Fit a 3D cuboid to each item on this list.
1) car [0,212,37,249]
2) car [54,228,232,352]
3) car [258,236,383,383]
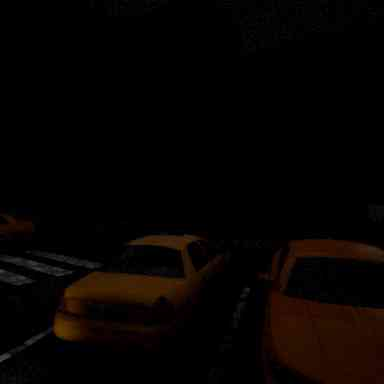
[{"bbox_3d":[-7.805,1.359,11.463,1.946,1.575,5.366,1,0,16],"label":"car"},{"bbox_3d":[-0.372,1.474,6.581,1.946,1.575,5.366,1,0,16],"label":"car"},{"bbox_3d":[2.036,1.484,4.674,2.097,1.535,5.008,1,0,15],"label":"car"}]
